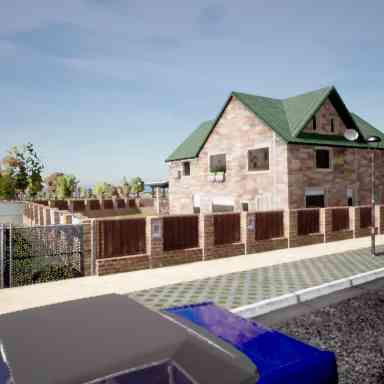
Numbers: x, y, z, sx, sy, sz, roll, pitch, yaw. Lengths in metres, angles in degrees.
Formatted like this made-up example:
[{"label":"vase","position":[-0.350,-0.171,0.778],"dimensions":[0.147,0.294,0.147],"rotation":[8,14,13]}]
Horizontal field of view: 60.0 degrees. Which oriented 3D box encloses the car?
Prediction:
[{"label":"car","position":[-1.122,1.600,2.263],"dimensions":[4.718,1.301,1.895],"rotation":[0,0,-36]}]
